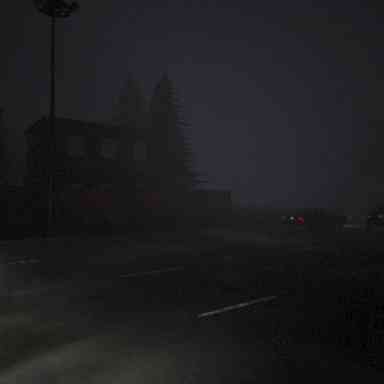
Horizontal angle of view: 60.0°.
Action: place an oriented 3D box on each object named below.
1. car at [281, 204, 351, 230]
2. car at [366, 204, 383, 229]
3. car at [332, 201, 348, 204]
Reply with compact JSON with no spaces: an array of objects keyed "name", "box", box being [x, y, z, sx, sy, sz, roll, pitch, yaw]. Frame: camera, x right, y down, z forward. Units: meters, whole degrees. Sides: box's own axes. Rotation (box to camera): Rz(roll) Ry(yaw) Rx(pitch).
[{"name":"car","box":[8.412,1.739,22.646,5.357,1.411,2.033,1,0,-35]},{"name":"car","box":[13.532,1.579,21.999,4.553,1.767,2.097,1,0,-36]},{"name":"car","box":[18.320,1.865,41.335,2.128,1.511,4.902,1,0,13]}]
